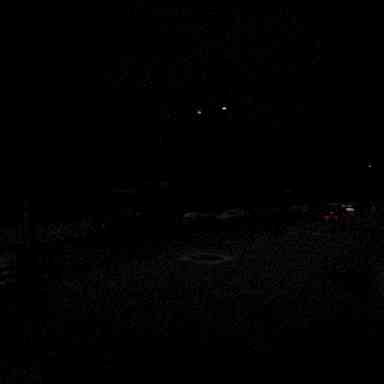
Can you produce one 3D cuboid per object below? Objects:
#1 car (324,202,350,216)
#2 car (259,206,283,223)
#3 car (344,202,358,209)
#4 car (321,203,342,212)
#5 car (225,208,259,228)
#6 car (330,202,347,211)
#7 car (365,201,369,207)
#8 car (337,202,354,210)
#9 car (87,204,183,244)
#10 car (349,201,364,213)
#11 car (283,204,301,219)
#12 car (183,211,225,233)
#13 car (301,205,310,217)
[{"bbox_3d":[18.499,2.301,42.759,1.895,1.301,4.718,0,-1,35],"label":"car"},{"bbox_3d":[6.417,2.030,30.516,1.947,1.339,4.313,-1,-1,35],"label":"car"},{"bbox_3d":[31.473,2.651,65.732,1.802,1.307,4.206,-1,-1,35],"label":"car"},{"bbox_3d":[22.077,2.394,52.527,2.008,1.369,4.403,-1,-1,35],"label":"car"},{"bbox_3d":[3.186,1.911,25.976,1.752,1.417,4.829,-1,-1,35],"label":"car"},{"bbox_3d":[25.110,2.442,56.791,1.752,1.417,4.829,-1,-1,35],"label":"car"},{"bbox_3d":[40.868,2.863,78.938,1.947,1.339,4.313,-1,-1,35],"label":"car"},{"bbox_3d":[28.341,2.560,61.330,1.947,1.339,4.313,-1,-1,35],"label":"car"},{"bbox_3d":[-2.980,1.549,17.315,2.192,1.841,5.009,-1,-1,35],"label":"car"},{"bbox_3d":[24.307,2.332,50.926,2.128,1.511,4.902,0,-1,36],"label":"car"},{"bbox_3d":[9.549,2.106,34.918,1.947,1.339,4.313,-1,-1,35],"label":"car"},{"bbox_3d":[0.153,1.893,21.712,1.802,1.307,4.206,-1,-1,35],"label":"car"},{"bbox_3d":[12.681,2.167,39.321,2.008,1.369,4.403,-1,-1,35],"label":"car"}]
